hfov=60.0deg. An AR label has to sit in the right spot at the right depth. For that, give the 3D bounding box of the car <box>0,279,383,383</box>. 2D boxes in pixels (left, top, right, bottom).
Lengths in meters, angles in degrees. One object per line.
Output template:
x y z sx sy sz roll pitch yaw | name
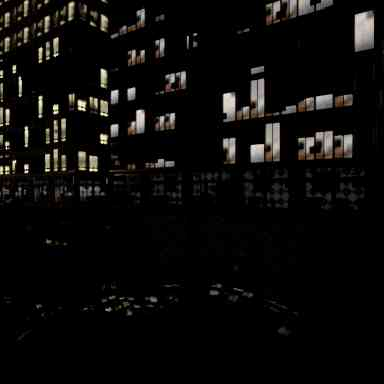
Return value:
-0.441 1.566 3.184 4.313 1.339 1.947 0 0 36 | car
